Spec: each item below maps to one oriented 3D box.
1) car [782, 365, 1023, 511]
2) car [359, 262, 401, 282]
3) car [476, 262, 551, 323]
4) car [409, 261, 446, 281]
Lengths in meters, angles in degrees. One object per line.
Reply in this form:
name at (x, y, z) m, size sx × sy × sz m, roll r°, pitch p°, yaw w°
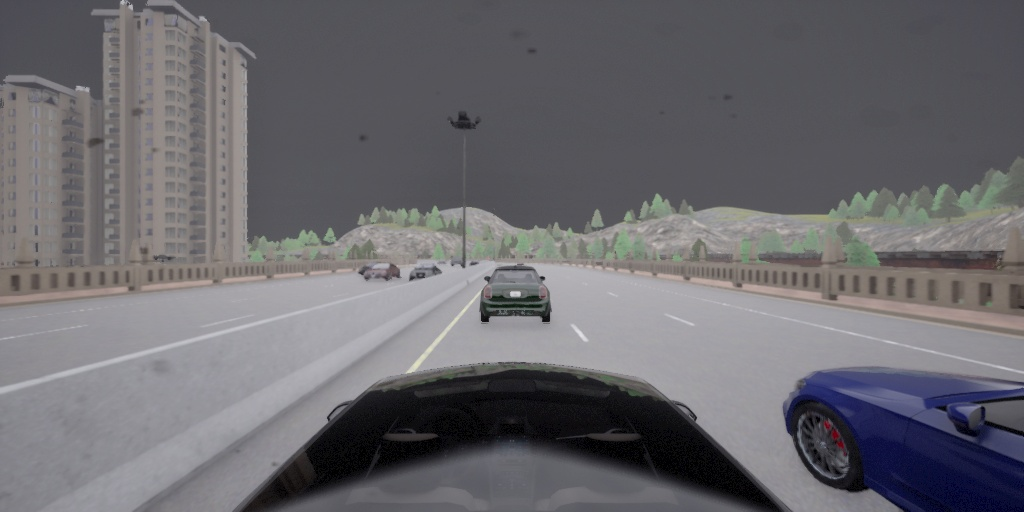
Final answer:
car at (3.600, 1.276, 1.591) m, size 1.812 × 1.442 × 4.674 m, roll 0°, pitch 0°, yaw 0°
car at (-10.599, 1.282, 29.683) m, size 1.812 × 1.442 × 4.674 m, roll 0°, pitch 0°, yaw 0°
car at (0.099, 1.100, 12.312) m, size 2.097 × 1.767 × 4.553 m, roll 0°, pitch 0°, yaw 0°
car at (-7.099, 1.321, 29.825) m, size 1.994 × 1.385 × 4.181 m, roll 0°, pitch 0°, yaw 0°
